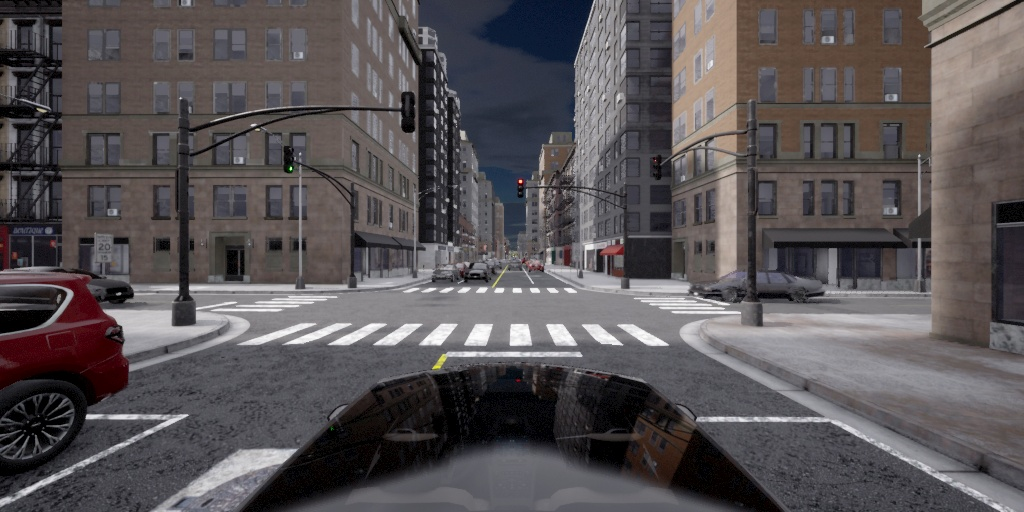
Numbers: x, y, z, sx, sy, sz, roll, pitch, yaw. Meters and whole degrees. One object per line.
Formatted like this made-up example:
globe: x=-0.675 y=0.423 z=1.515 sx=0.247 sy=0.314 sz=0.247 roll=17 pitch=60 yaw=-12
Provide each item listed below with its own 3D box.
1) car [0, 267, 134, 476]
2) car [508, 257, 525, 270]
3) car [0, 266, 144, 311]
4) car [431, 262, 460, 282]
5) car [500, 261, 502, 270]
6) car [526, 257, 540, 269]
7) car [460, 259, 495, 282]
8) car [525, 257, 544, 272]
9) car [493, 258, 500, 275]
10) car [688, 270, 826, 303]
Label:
car: x=-5.389 y=1.065 z=2.011 sx=2.192 sy=1.841 sz=5.009 roll=0 pitch=0 yaw=0
car: x=0.448 y=1.233 z=51.144 sx=2.128 sy=1.511 sz=4.902 roll=0 pitch=0 yaw=0
car: x=-17.432 y=1.185 z=13.694 sx=4.892 sy=1.490 sz=1.837 roll=0 pitch=0 yaw=0
car: x=-5.199 y=1.299 z=28.473 sx=2.007 sy=1.370 sz=4.403 roll=0 pitch=0 yaw=0
car: x=-2.466 y=1.231 z=52.897 sx=2.128 sy=1.511 sz=4.902 roll=0 pitch=0 yaw=1
car: x=3.390 y=1.090 z=58.423 sx=2.097 sy=1.767 sz=4.553 roll=0 pitch=0 yaw=0
car: x=-2.662 y=1.253 z=28.502 sx=1.837 sy=1.490 sz=4.892 roll=0 pitch=0 yaw=0
car: x=2.942 y=1.184 z=44.771 sx=1.967 sy=1.591 sz=4.097 roll=0 pitch=0 yaw=0
car: x=-2.589 y=1.251 z=38.875 sx=1.837 sy=1.490 sz=4.892 roll=0 pitch=0 yaw=0
car: x=11.130 y=1.354 z=16.480 sx=5.357 sy=1.411 sz=2.033 roll=0 pitch=0 yaw=0
